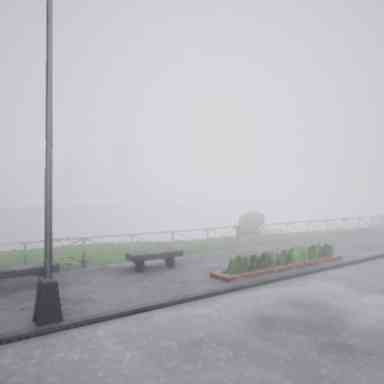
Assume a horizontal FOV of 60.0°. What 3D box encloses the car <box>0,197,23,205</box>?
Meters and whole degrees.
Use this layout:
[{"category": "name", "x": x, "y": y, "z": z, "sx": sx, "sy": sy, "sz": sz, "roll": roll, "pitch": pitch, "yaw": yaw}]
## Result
[{"category": "car", "x": -31.895, "y": 1.592, "z": 57.350, "sx": 5.008, "sy": 1.535, "sz": 1.882, "roll": 0, "pitch": 0, "yaw": -36}]
